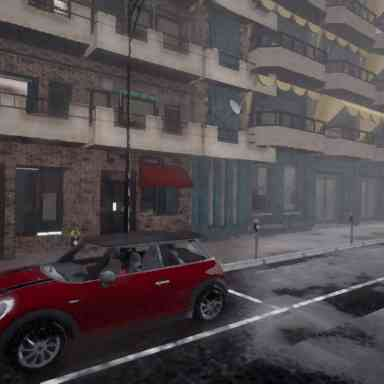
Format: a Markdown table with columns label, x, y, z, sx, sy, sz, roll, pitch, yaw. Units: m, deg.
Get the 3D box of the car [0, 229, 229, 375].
| label | x | y | z | sx | sy | sz | roll | pitch | yaw |
| --- | --- | --- | --- | --- | --- | --- | --- | --- | --- |
| car | -1.394 | 1.441 | 5.546 | 4.097 | 1.590 | 1.967 | 0 | 1 | -35 |
